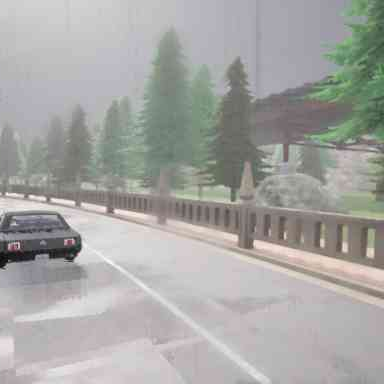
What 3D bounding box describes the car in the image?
[{"bbox_3d":[-4.776,1.197,9.847,1.895,1.301,4.718,0,2,-32],"label":"car"}]
